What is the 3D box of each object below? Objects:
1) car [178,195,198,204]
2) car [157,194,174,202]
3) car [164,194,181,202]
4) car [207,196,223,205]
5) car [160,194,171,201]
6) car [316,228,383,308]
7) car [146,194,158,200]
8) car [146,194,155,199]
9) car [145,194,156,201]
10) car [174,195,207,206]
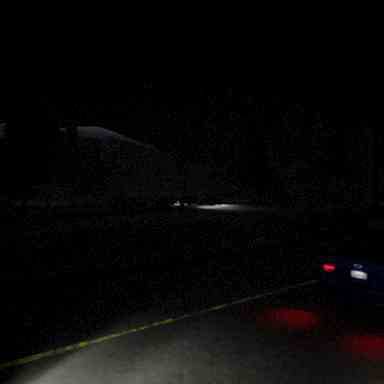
[{"bbox_3d":[-0.775,1.220,58.969,1.812,1.442,4.674,-1,0,-22],"label":"car"},{"bbox_3d":[-4.110,1.289,57.901,1.994,1.385,4.181,-1,0,-21],"label":"car"},{"bbox_3d":[-4.052,1.219,67.972,2.033,1.411,5.357,-1,0,-18],"label":"car"},{"bbox_3d":[3.002,1.272,51.097,1.994,1.385,4.181,-1,0,-29],"label":"car"},{"bbox_3d":[-6.306,1.160,78.126,2.128,1.511,4.902,0,0,-10],"label":"car"},{"bbox_3d":[4.964,1.473,7.285,5.357,1.411,2.033,-1,0,-36],"label":"car"},{"bbox_3d":[-7.124,1.195,66.141,2.128,1.511,4.902,-1,0,-18],"label":"car"},{"bbox_3d":[-10.693,1.146,86.466,2.033,1.411,5.357,0,0,-3],"label":"car"},{"bbox_3d":[-9.545,1.209,76.187,2.033,1.411,5.357,0,0,-10],"label":"car"},{"bbox_3d":[-0.304,1.231,49.841,2.128,1.511,4.902,-1,0,-28],"label":"car"}]
